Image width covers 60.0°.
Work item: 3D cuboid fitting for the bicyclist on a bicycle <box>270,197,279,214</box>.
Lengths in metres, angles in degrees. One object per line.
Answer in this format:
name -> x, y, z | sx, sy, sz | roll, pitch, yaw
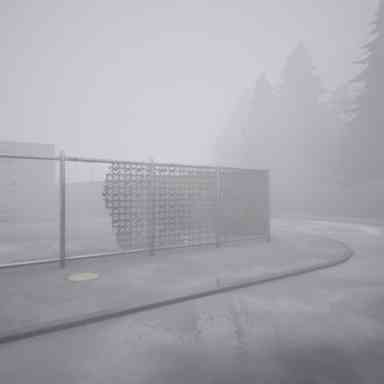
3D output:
bicyclist on a bicycle -> 7.935, 1.336, 32.468 | 1.656, 1.620, 0.582 | 0, 0, -36
